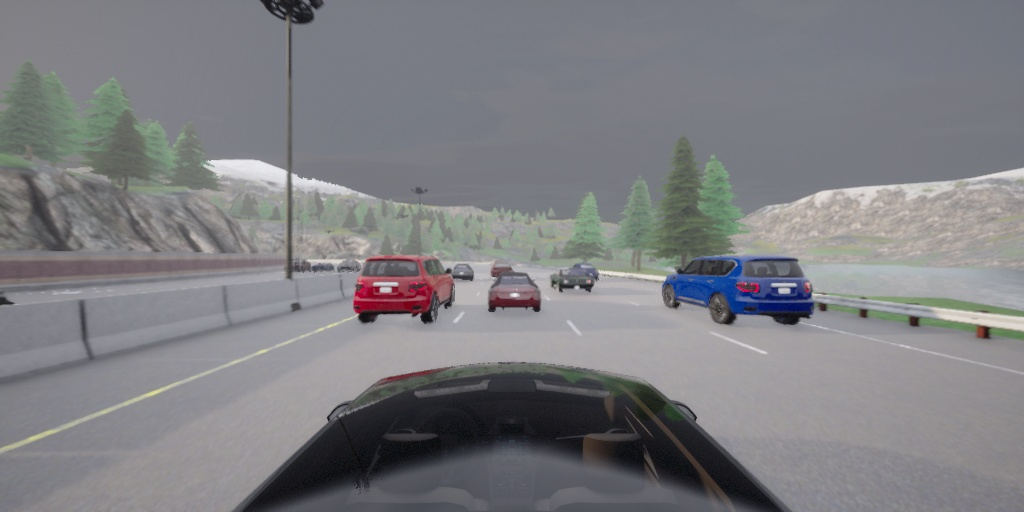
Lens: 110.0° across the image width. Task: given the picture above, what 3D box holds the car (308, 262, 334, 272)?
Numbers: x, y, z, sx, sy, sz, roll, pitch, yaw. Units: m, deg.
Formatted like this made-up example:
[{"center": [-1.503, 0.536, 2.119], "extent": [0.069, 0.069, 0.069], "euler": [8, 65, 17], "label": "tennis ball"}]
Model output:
[{"center": [-25.341, 1.494, 48.271], "extent": [1.895, 1.301, 4.718], "euler": [0, 0, -14], "label": "car"}]

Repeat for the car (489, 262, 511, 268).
[{"center": [-1.048, 1.323, 33.352], "extent": [1.882, 1.535, 5.008], "euler": [0, 0, -6], "label": "car"}]

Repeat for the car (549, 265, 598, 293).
[{"center": [3.396, 1.410, 21.436], "extent": [1.895, 1.301, 4.718], "euler": [0, 0, -2], "label": "car"}]

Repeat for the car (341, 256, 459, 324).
[{"center": [-3.402, 1.005, 12.320], "extent": [2.150, 2.045, 5.566], "euler": [0, 0, 0], "label": "car"}]

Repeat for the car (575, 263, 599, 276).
[{"center": [6.171, 1.365, 31.528], "extent": [1.812, 1.442, 4.674], "euler": [0, 0, -6], "label": "car"}]

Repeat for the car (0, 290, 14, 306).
[{"center": [-14.117, 1.274, 7.370], "extent": [1.837, 1.490, 4.892], "euler": [0, 0, 0], "label": "car"}]

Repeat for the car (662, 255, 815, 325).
[{"center": [7.098, 1.003, 12.035], "extent": [2.150, 2.045, 5.566], "euler": [0, 0, 0], "label": "car"}]

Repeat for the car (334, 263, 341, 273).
[{"center": [-21.549, 1.242, 47.393], "extent": [2.097, 1.767, 4.553], "euler": [0, 0, -14], "label": "car"}]

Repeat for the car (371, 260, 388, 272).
[{"center": [-18.990, 1.406, 51.625], "extent": [1.837, 1.490, 4.892], "euler": [0, 0, -14], "label": "car"}]

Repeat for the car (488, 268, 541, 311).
[{"center": [0.076, 1.353, 14.666], "extent": [1.994, 1.385, 4.181], "euler": [0, 0, -1], "label": "car"}]

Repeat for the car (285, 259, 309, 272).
[{"center": [-29.124, 1.247, 48.932], "extent": [2.097, 1.767, 4.553], "euler": [0, 0, -14], "label": "car"}]

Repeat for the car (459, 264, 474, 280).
[{"center": [-4.413, 1.406, 31.815], "extent": [1.994, 1.385, 4.181], "euler": [0, 0, -6], "label": "car"}]
